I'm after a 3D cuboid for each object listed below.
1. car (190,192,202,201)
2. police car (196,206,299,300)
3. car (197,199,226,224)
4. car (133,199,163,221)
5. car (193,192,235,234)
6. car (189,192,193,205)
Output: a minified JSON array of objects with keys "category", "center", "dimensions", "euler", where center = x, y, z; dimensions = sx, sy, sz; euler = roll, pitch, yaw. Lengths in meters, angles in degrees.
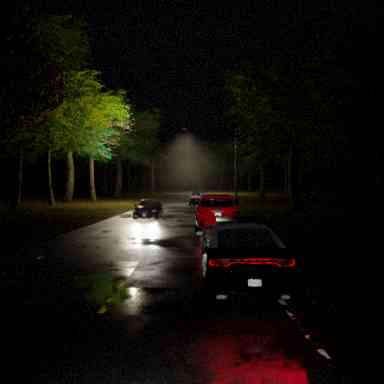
[{"category":"car","center":[0.672,0.740,59.869],"dimensions":[2.033,1.411,5.357],"euler":[0,2,1]},{"category":"police car","center":[1.145,1.398,8.493],"dimensions":[1.930,1.638,5.238],"euler":[0,0,1]},{"category":"car","center":[1.323,1.347,24.381],"dimensions":[1.837,1.490,4.892],"euler":[0,1,1]},{"category":"car","center":[-3.312,1.318,25.730],"dimensions":[2.128,1.511,4.902],"euler":[0,1,1]},{"category":"car","center":[1.256,1.127,18.407],"dimensions":[2.150,2.045,5.566],"euler":[0,1,1]},{"category":"car","center":[0.550,1.089,46.157],"dimensions":[2.033,1.411,5.357],"euler":[0,1,1]}]
